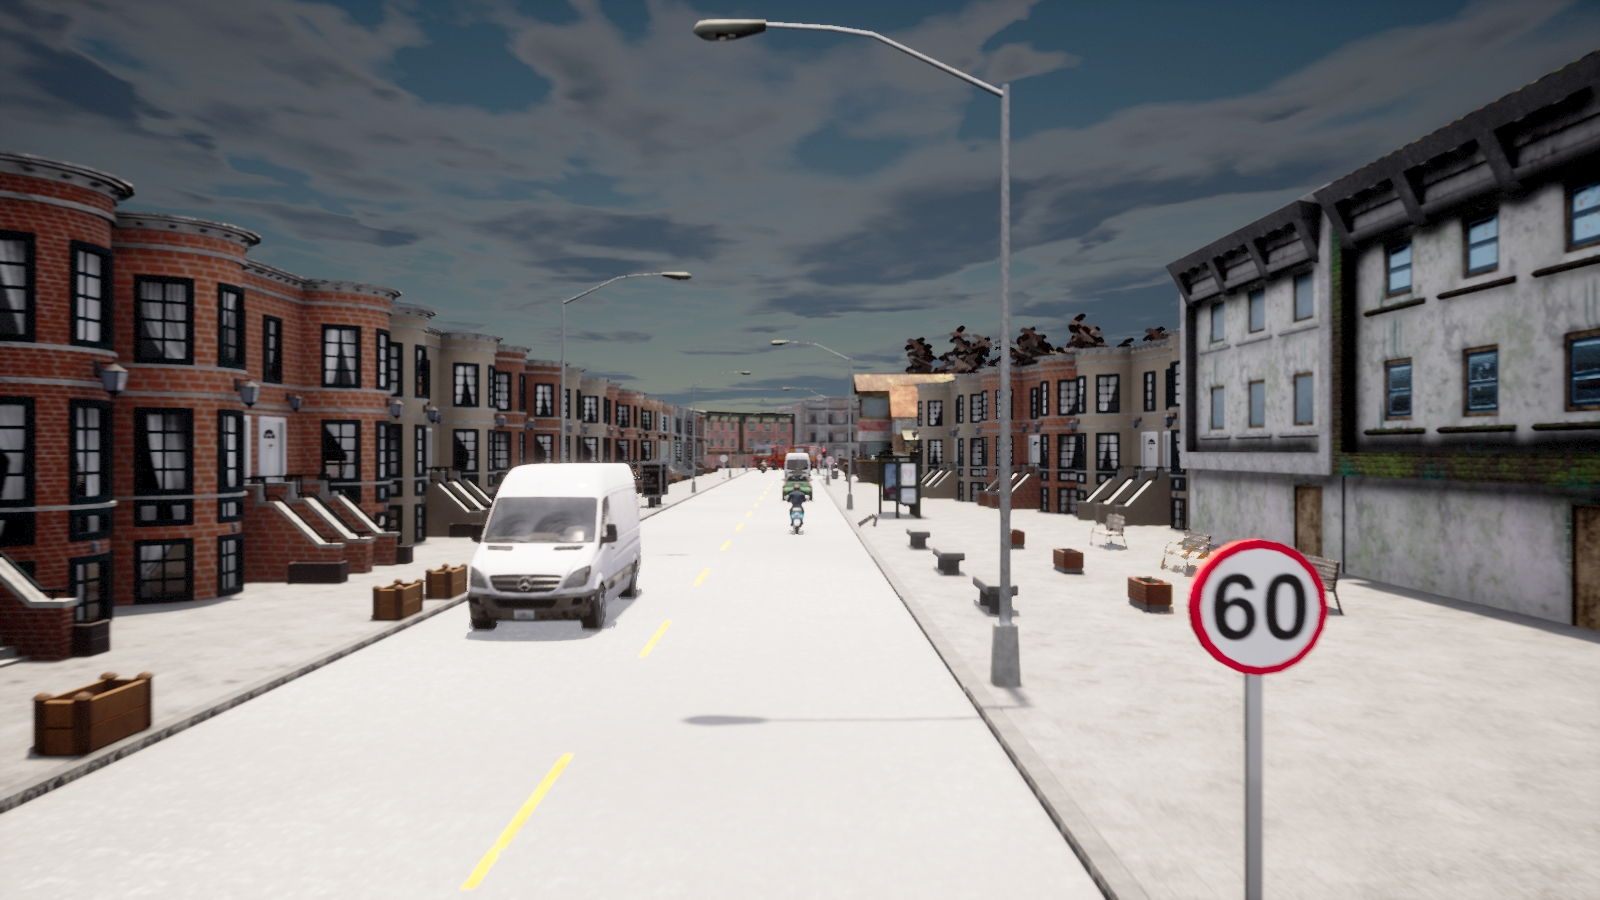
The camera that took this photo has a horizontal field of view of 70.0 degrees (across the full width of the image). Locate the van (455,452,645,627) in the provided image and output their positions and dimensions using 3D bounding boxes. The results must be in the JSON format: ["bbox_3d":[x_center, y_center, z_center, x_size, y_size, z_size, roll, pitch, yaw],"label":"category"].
[{"bbox_3d":[-4.060,1.314,19.677,1.988,2.561,5.915,0,0,0],"label":"van"}]

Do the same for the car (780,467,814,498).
[{"bbox_3d":[-0.151,1.780,63.729,1.851,1.617,3.988,0,0,0],"label":"car"}]
